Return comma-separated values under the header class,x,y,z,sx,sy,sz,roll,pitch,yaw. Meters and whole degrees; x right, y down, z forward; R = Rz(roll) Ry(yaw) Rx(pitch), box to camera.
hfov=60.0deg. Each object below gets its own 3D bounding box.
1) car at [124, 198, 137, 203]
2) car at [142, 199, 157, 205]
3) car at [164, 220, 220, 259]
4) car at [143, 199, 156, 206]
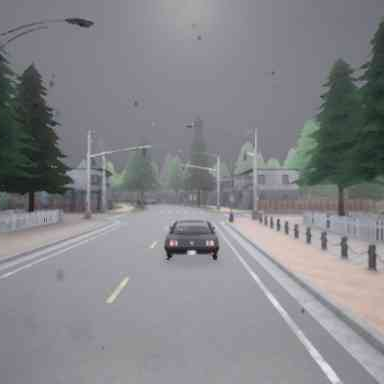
class,x,y,z,sx,sy,sz,roll,pitch,yaw
car,-16.624,2.315,90.523,1.812,1.442,4.674,1,-1,-45
car,-10.656,2.410,82.435,1.994,1.385,4.181,0,-1,-36
car,0.013,1.748,13.230,1.895,1.301,4.718,0,-1,0
car,-9.818,2.298,73.561,2.128,1.511,4.902,0,-1,-22
